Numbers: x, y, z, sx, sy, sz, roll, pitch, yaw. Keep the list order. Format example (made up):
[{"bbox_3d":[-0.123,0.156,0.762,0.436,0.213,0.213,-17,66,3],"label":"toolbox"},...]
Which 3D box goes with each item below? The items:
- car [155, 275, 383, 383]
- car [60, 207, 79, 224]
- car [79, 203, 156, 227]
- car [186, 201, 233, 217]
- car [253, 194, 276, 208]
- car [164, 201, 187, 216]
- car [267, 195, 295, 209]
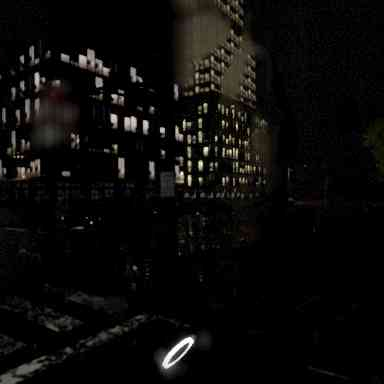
[{"bbox_3d":[1.864,1.352,2.355,4.553,1.767,2.097,0,0,36],"label":"car"},{"bbox_3d":[-7.623,1.592,25.353,2.128,1.511,4.902,-1,-1,37],"label":"car"},{"bbox_3d":[-4.886,1.600,23.586,2.033,1.411,5.357,-1,-1,37],"label":"car"},{"bbox_3d":[2.101,1.614,32.864,2.033,1.411,5.357,-1,-1,37],"label":"car"},{"bbox_3d":[11.294,1.358,50.355,2.150,2.045,5.566,-1,-1,37],"label":"car"},{"bbox_3d":[-0.571,1.662,34.716,2.033,1.411,5.357,-1,-1,37],"label":"car"},{"bbox_3d":[13.159,1.578,47.444,2.128,1.511,4.902,-1,-1,38],"label":"car"}]
